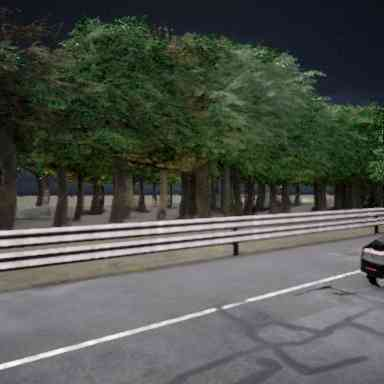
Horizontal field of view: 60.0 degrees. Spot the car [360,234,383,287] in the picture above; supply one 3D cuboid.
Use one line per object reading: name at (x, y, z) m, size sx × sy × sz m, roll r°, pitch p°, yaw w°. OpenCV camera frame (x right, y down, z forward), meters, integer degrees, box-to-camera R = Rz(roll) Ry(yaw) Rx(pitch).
car at (5.981, 1.476, 8.008) m, size 4.902 × 1.511 × 2.128 m, roll 0°, pitch 0°, yaw -35°
